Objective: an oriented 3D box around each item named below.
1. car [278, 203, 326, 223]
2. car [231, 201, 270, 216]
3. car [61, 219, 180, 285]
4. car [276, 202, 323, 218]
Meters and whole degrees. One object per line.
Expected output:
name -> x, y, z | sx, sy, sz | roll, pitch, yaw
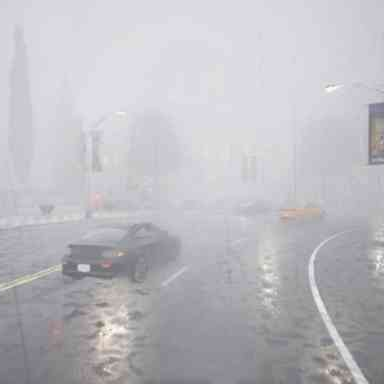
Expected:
car -> 8.895, 1.590, 26.607 | 5.008, 1.535, 1.882 | 1, 0, -44
car -> 5.995, 1.608, 33.548 | 4.674, 1.442, 1.812 | 1, 0, -39
car -> -1.764, 1.510, 9.519 | 1.812, 1.442, 4.674 | 0, 0, 15
car -> 10.634, 1.735, 32.785 | 4.718, 1.301, 1.895 | 1, 0, -35
